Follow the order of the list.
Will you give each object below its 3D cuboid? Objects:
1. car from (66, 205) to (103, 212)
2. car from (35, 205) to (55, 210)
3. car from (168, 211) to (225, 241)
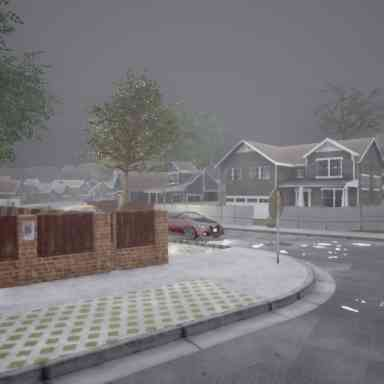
[{"bbox_3d":[-8.231,1.789,26.041,1.882,1.535,5.008,1,-1,-41],"label":"car"},{"bbox_3d":[-15.743,2.063,35.638,1.895,1.301,4.718,1,-1,-34],"label":"car"},{"bbox_3d":[-0.285,1.739,17.832,4.181,1.385,1.994,-1,-1,44],"label":"car"}]
